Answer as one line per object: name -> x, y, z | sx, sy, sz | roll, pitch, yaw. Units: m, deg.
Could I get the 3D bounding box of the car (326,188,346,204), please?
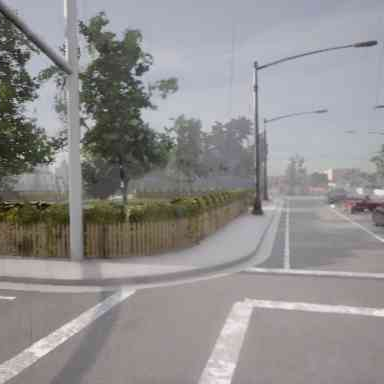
car -> 15.575, 0.350, 35.483 | 2.097, 1.767, 4.553 | -1, 1, 16

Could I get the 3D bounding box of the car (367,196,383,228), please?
car -> 9.721, 1.076, 15.251 | 1.994, 1.385, 4.181 | -1, 1, 16

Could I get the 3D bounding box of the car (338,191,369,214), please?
car -> 12.480, 0.871, 24.780 | 1.895, 1.301, 4.718 | -1, 1, 16
